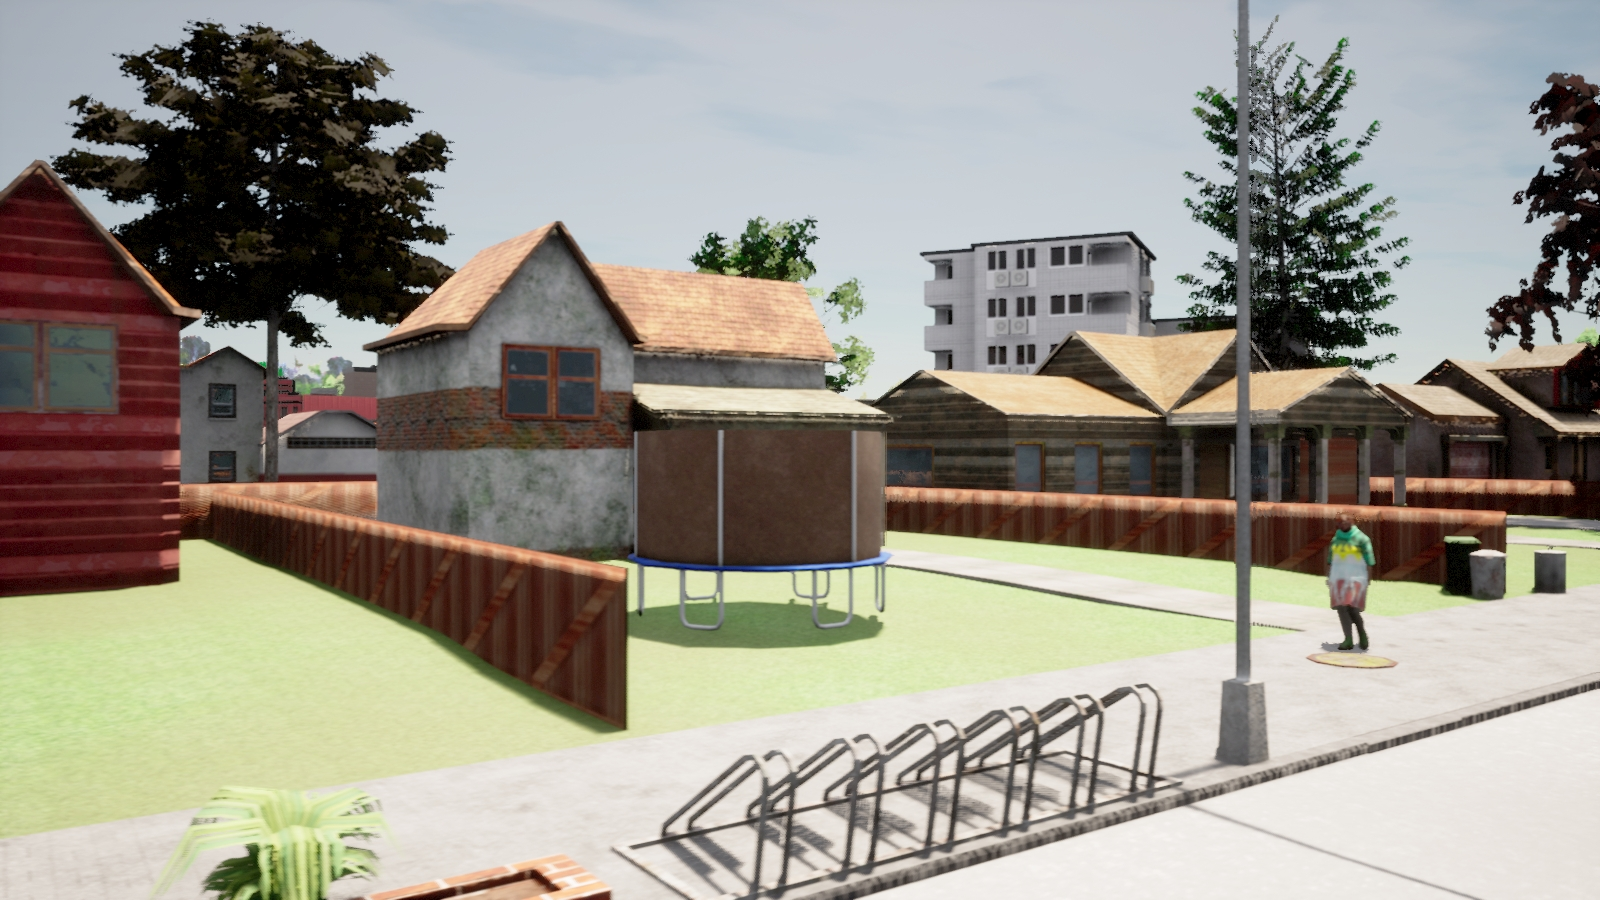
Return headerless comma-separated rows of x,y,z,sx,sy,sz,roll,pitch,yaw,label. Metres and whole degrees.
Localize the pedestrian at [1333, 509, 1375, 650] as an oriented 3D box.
7.517,1.743,15.515,0.375,1.860,0.375,0,0,-34,pedestrian
